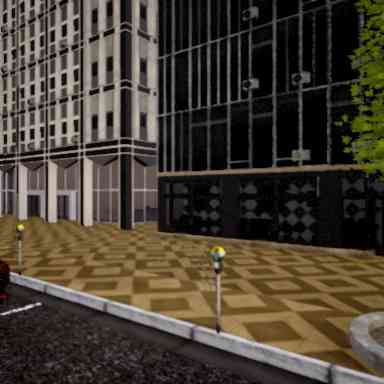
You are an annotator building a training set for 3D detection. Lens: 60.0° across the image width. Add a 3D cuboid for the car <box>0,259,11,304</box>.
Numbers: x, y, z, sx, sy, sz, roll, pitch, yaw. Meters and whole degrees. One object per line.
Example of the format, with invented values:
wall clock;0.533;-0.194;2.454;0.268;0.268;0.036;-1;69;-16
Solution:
car;-5.338;1.550;6.706;4.313;1.339;1.947;0;0;36
